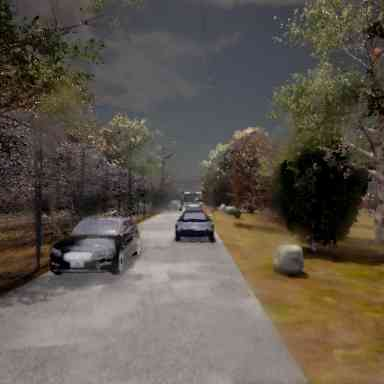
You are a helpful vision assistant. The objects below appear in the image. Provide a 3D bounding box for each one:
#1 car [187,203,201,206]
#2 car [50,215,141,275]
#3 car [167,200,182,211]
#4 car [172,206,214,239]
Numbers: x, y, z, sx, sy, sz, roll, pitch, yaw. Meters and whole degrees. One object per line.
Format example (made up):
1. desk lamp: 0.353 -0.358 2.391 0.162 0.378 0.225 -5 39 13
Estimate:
1. car: 0.212 1.888 35.413 1.812 1.442 4.674 0 -1 0
2. car: -2.834 1.535 10.685 2.128 1.511 4.902 0 0 0
3. car: -2.597 2.087 51.490 2.097 1.767 4.553 0 -2 1
4. car: 0.136 1.668 17.859 1.994 1.385 4.181 0 -1 0
